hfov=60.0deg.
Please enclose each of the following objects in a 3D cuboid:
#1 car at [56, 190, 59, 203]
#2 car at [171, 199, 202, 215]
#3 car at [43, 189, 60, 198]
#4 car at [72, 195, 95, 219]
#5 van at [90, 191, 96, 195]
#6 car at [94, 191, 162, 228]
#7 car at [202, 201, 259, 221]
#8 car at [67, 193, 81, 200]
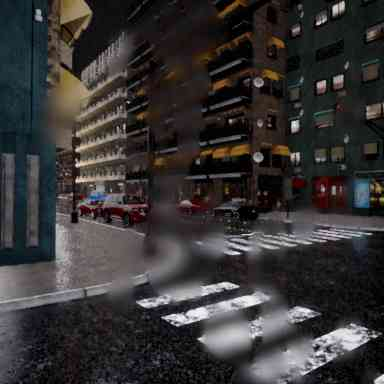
[{"bbox_3d":[-20.535,0.767,47.641,2.128,1.511,4.902,1,0,-36],"label":"car"},{"bbox_3d":[-0.200,1.288,29.378,1.802,1.307,4.206,2,0,-36],"label":"car"},{"bbox_3d":[-29.671,0.299,69.932,2.192,1.841,5.009,2,0,-36],"label":"car"},{"bbox_3d":[-7.001,1.183,24.483,1.887,1.381,4.507,2,0,-36],"label":"car"},{"bbox_3d":[-13.296,0.726,47.403,1.690,1.788,3.998,2,0,-36],"label":"van"},{"bbox_3d":[-3.719,1.034,19.977,2.192,1.841,5.009,2,0,-36],"label":"car"},{"bbox_3d":[3.075,1.353,24.872,1.947,1.339,4.313,2,0,-36],"label":"car"},{"bbox_3d":[-19.851,0.769,56.413,1.887,1.381,4.507,2,0,-36],"label":"car"}]
